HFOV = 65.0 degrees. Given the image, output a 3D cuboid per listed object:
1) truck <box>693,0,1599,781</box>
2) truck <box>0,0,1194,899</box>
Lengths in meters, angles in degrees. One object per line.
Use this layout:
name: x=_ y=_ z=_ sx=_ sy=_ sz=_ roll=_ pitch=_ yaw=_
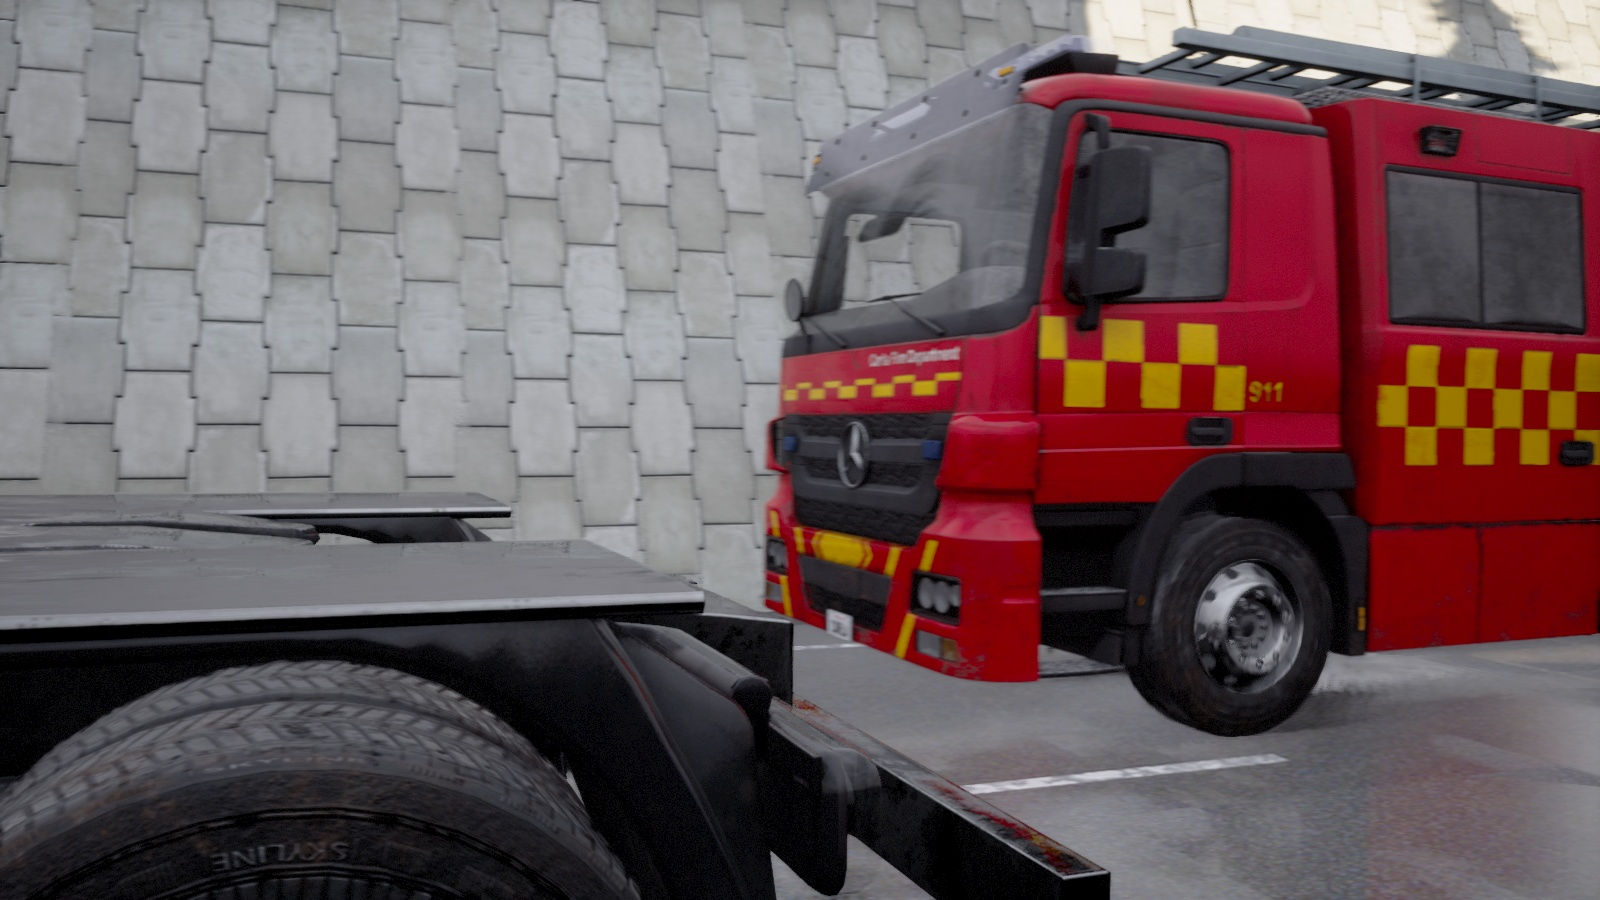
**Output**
truck: x=3.787 y=-0.545 z=8.458 sx=8.468 sy=3.827 sz=2.891 roll=-1 pitch=1 yaw=-23
truck: x=-3.629 y=-0.175 z=1.850 sx=7.936 sy=3.462 sz=2.891 roll=-1 pitch=1 yaw=-21
